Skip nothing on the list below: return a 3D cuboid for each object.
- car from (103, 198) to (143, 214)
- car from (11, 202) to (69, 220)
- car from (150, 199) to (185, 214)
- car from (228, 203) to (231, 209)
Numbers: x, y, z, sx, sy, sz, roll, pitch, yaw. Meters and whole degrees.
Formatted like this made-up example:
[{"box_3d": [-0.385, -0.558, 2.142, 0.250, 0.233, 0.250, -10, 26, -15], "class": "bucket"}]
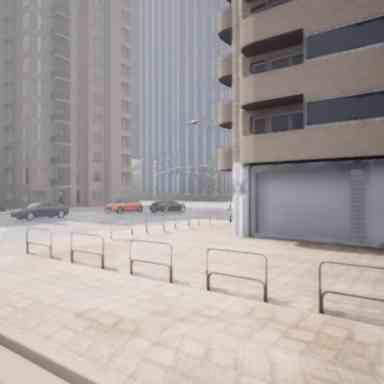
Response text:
[{"box_3d": [-7.664, 1.481, 37.219, 2.097, 1.767, 4.553, 0, 0, 35], "class": "car"}, {"box_3d": [-13.258, 1.630, 29.281, 1.837, 1.490, 4.892, 0, 0, 35], "class": "car"}, {"box_3d": [-2.719, 1.626, 37.852, 1.837, 1.490, 4.892, 0, 0, 35], "class": "car"}, {"box_3d": [6.832, 1.719, 45.469, 1.895, 1.301, 4.718, 0, 0, 36], "class": "car"}]
